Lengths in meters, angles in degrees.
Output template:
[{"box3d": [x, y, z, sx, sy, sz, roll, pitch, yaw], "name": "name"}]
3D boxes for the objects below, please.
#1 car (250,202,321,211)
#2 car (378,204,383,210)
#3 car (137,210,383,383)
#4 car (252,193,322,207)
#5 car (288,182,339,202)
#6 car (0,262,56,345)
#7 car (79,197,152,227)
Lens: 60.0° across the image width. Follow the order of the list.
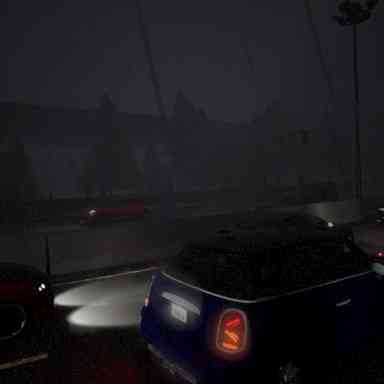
[{"box3d": [3.058, 1.321, 10.295, 5.008, 1.535, 1.882, -3, 1, -36], "name": "car"}, {"box3d": [10.680, 0.865, 15.815, 4.902, 1.511, 2.128, -4, 2, -36], "name": "car"}, {"box3d": [1.581, 1.313, 4.907, 4.553, 1.767, 2.097, -1, 1, -36], "name": "car"}, {"box3d": [5.866, 1.014, 21.220, 4.718, 1.301, 1.895, -4, 2, -36], "name": "car"}, {"box3d": [10.430, 0.199, 28.853, 5.566, 2.045, 2.150, -4, 2, -36], "name": "car"}, {"box3d": [-4.314, 1.565, 4.975, 4.181, 1.385, 1.994, 0, 0, -35], "name": "car"}, {"box3d": [-5.031, 1.194, 21.965, 4.553, 1.767, 2.097, -3, 2, -36], "name": "car"}]
